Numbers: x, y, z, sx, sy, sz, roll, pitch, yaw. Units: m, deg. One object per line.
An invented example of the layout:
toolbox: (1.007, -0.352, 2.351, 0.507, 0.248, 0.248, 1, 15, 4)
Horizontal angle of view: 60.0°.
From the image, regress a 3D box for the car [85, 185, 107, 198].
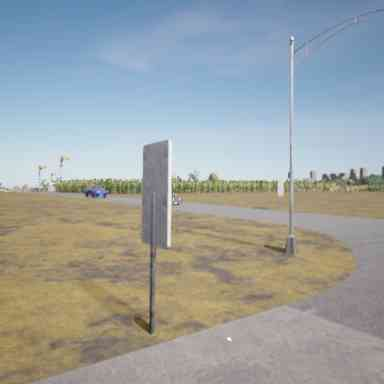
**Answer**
car: (-15.982, -0.094, 55.227, 2.150, 2.045, 5.566, 1, 0, -35)

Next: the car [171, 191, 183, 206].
car: (-2.918, 0.548, 36.401, 2.097, 1.767, 4.553, 1, 1, -35)
